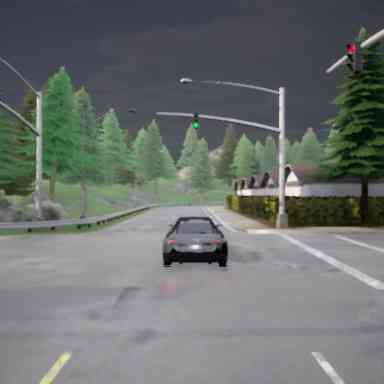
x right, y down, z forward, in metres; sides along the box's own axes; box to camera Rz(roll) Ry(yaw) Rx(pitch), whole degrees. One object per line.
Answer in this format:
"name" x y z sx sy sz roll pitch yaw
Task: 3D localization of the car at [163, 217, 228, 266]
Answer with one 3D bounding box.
"car" 0.099 1.537 11.430 1.994 1.385 4.181 0 0 0
